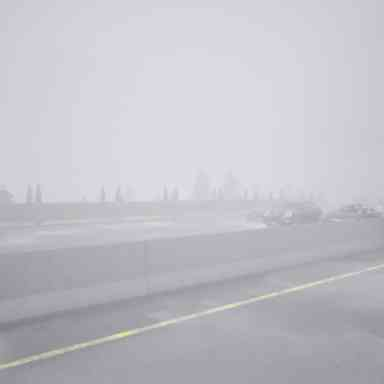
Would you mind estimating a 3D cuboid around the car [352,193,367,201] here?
[{"bbox_3d":[30.037,1.293,59.738,2.150,2.045,5.566,0,0,22],"label":"car"}]

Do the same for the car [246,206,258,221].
[{"bbox_3d":[6.262,1.543,26.341,4.674,1.442,1.812,0,0,-42],"label":"car"}]

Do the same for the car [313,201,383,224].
[{"bbox_3d":[9.745,1.508,20.135,4.902,1.511,2.128,0,0,-41],"label":"car"}]

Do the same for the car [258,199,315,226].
[{"bbox_3d":[6.837,1.368,22.259,4.553,1.767,2.097,0,0,-41],"label":"car"}]

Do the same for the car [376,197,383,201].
[{"bbox_3d":[32.194,1.554,55.972,1.837,1.490,4.892,0,0,25],"label":"car"}]
